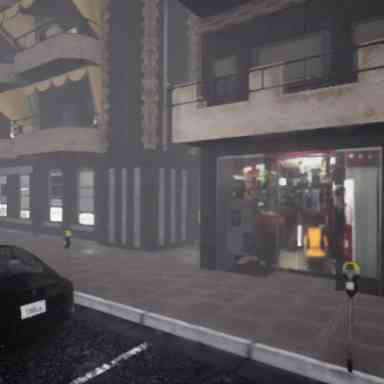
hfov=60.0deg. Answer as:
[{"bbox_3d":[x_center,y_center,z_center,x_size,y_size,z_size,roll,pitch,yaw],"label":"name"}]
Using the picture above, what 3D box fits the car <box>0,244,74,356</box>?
[{"bbox_3d":[-3.756,1.563,5.550,4.313,1.339,1.947,0,0,35],"label":"car"}]
